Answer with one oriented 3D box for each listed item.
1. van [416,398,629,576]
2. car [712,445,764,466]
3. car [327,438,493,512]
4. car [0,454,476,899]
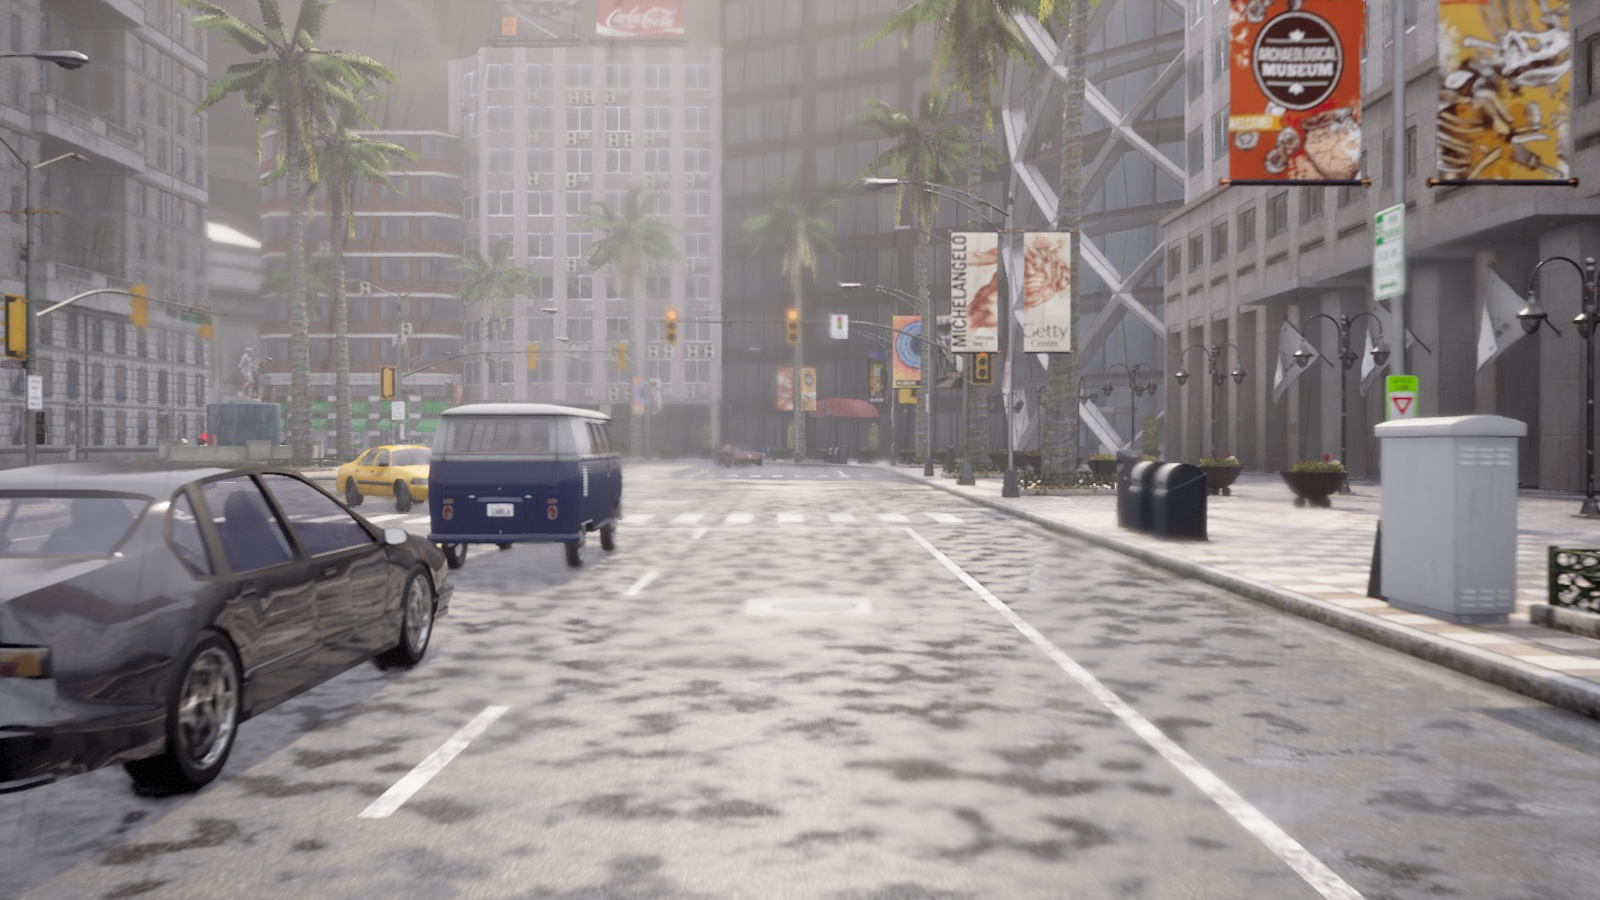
[{"bbox_3d":[-3.406,0.405,16.268,1.775,1.987,4.442,0,0,0],"label":"van"},{"bbox_3d":[-4.087,0.343,82.330,1.994,1.385,4.181,0,0,-25],"label":"car"},{"bbox_3d":[-9.151,0.514,29.175,1.801,1.575,5.366,0,1,-39],"label":"car"},{"bbox_3d":[-3.452,0.753,6.716,2.033,1.411,5.357,0,0,0],"label":"car"}]
